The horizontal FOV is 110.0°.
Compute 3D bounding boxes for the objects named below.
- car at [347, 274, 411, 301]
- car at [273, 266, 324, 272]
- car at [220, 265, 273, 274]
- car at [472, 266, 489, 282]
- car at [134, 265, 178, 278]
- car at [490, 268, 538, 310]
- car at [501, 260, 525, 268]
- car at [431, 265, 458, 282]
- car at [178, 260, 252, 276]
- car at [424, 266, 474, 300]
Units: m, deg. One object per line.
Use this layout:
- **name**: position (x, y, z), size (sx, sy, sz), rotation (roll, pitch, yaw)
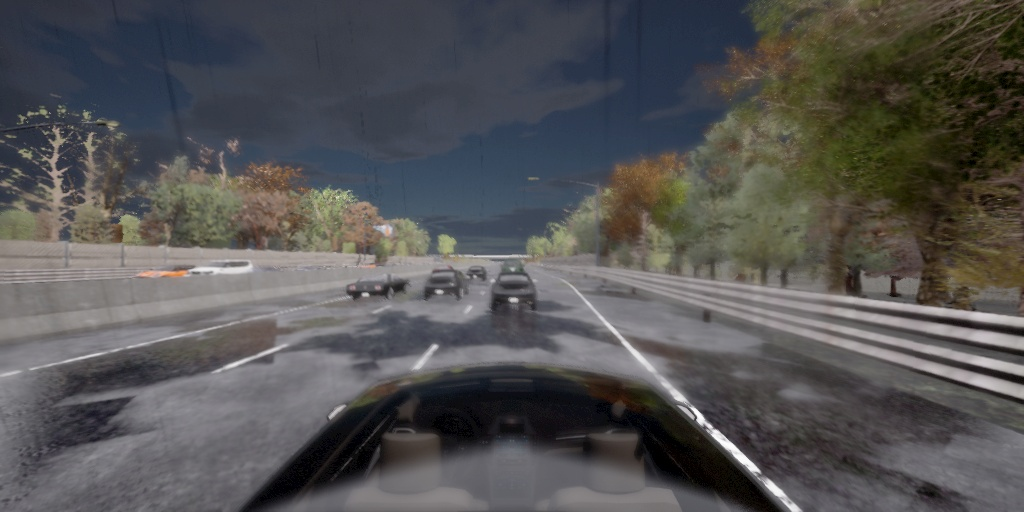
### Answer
- **car**: position (-6.902, 1.594, 19.200), size (1.895, 1.301, 4.718), rotation (0, -1, 0)
- **car**: position (-17.596, 1.649, 30.727), size (2.128, 1.511, 4.902), rotation (0, -1, 0)
- **car**: position (-21.099, 1.695, 30.071), size (2.033, 1.411, 5.357), rotation (0, -1, 0)
- **car**: position (-3.400, 1.738, 35.796), size (1.837, 1.490, 4.892), rotation (0, -1, 0)
- **car**: position (-27.796, 1.486, 29.191), size (2.097, 1.767, 4.553), rotation (0, -1, -2)
- **car**: position (0.097, 1.453, 15.924), size (1.837, 1.490, 4.892), rotation (0, -1, 0)
- **car**: position (0.100, 1.441, 34.842), size (2.150, 2.045, 5.566), rotation (0, -1, 0)
- **car**: position (-6.899, 1.729, 37.046), size (1.882, 1.535, 5.008), rotation (0, -1, 0)
- **car**: position (-24.599, 1.376, 30.573), size (2.150, 2.045, 5.566), rotation (0, -1, 0)
- **car**: position (-3.401, 1.501, 19.406), size (1.837, 1.490, 4.892), rotation (0, -1, 0)
